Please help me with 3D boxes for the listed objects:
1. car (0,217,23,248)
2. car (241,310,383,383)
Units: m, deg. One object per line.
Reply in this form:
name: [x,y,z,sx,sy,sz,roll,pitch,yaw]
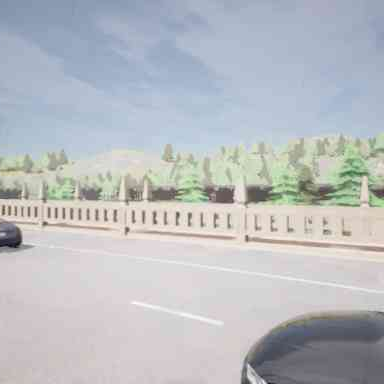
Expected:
car: [-8.637,1.521,13.075,4.181,1.385,1.994,0,0,30]
car: [2.629,1.481,1.927,4.902,1.511,2.128,0,0,36]
